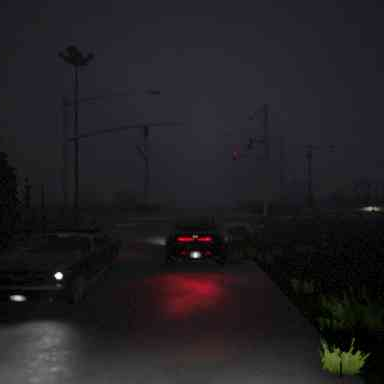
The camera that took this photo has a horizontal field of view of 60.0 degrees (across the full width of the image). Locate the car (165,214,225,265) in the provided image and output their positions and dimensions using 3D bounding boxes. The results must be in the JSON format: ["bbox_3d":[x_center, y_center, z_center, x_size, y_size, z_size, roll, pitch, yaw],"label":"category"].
[{"bbox_3d":[0.102,1.546,11.819,1.837,1.490,4.892,0,0,0],"label":"car"}]

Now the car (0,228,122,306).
[{"bbox_3d":[-3.150,1.630,8.254,1.895,1.301,4.718,0,0,1],"label":"car"}]
